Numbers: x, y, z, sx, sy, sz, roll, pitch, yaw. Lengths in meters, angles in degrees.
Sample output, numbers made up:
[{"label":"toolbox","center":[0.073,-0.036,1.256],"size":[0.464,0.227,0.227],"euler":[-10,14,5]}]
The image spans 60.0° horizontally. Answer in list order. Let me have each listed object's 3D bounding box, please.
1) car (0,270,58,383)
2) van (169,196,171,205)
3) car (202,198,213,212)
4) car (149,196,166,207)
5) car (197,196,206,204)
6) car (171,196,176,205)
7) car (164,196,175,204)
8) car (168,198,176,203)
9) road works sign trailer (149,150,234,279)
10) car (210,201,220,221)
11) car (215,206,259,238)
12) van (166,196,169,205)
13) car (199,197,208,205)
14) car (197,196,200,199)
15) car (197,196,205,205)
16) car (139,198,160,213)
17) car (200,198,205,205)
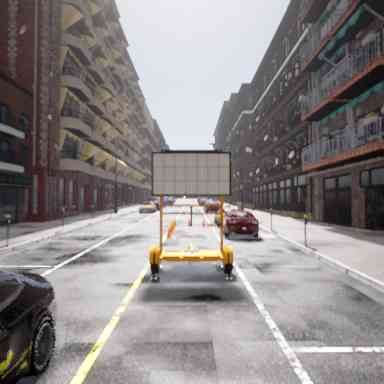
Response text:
[{"label":"car","center":[-2.752,1.542,2.896],"size":[1.812,1.442,4.674],"euler":[0,0,0]},{"label":"van","center":[-5.355,1.780,62.796],"size":[1.690,1.788,3.998],"euler":[1,0,0]},{"label":"car","center":[2.543,1.807,40.617],"size":[1.887,1.381,4.507],"euler":[1,0,0]},{"label":"car","center":[-5.336,1.619,46.206],"size":[2.192,1.841,5.009],"euler":[2,0,0]},{"label":"car","center":[2.468,1.955,84.865],"size":[2.192,1.841,5.009],"euler":[1,-1,0]},{"label":"car","center":[-5.366,1.853,73.856],"size":[2.192,1.841,5.009],"euler":[1,-1,0]},{"label":"car","center":[-5.372,1.904,79.386],"size":[2.192,1.841,5.009],"euler":[1,-1,0]},{"label":"car","center":[-5.390,2.261,90.446],"size":[1.947,1.339,4.313],"euler":[1,-1,0]},{"label":"road works sign trailer","center":[-0.020,0.522,10.171],"size":[2.380,3.560,2.880],"euler":[0,0,0]},{"label":"car","center":[2.561,1.671,24.198],"size":[1.752,1.417,4.829],"euler":[1,0,0]},{"label":"car","center":[2.566,1.653,18.496],"size":[1.887,1.381,4.507],"euler":[1,0,0]},{"label":"van","center":[-5.349,1.733,57.264],"size":[1.690,1.788,3.998],"euler":[2,0,0]},{"label":"car","center":[2.519,1.977,73.803],"size":[1.967,1.590,4.097],"euler":[1,-1,0]},{"label":"car","center":[2.515,2.031,68.270],"size":[1.887,1.381,4.507],"euler":[1,-1,0]},{"label":"car","center":[2.521,1.983,62.741],"size":[1.887,1.381,4.507],"euler":[1,-1,0]},{"label":"car","center":[-5.336,1.787,40.503],"size":[1.752,1.417,4.829],"euler":[2,0,0]},{"label":"car","center":[2.537,1.854,46.149],"size":[2.008,1.369,4.403],"euler":[1,0,0]}]
